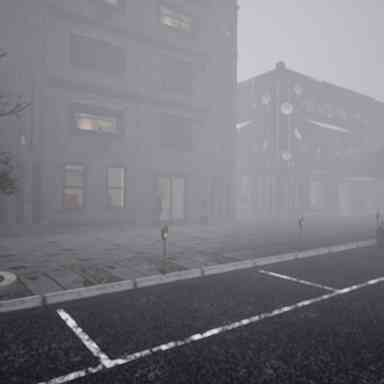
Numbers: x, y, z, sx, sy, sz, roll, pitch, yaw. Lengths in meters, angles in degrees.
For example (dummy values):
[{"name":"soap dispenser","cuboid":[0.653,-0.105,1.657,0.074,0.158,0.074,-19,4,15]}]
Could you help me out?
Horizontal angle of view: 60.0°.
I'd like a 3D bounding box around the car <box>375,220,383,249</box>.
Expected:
[{"name":"car","cuboid":[9.395,1.351,13.318,5.009,1.841,2.192,0,0,-36]}]
